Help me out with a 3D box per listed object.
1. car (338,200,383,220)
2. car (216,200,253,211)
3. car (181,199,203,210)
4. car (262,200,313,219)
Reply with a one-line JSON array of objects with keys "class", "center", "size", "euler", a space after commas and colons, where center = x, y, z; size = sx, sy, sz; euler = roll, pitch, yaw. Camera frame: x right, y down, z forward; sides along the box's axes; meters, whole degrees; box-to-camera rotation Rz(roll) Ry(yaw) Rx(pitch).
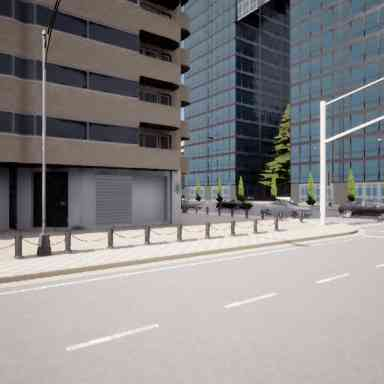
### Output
[{"class": "car", "center": [14.430, 1.441, 26.956], "size": [2.128, 1.511, 4.902], "euler": [0, 0, -39]}, {"class": "car", "center": [5.034, 1.546, 39.628], "size": [1.895, 1.301, 4.718], "euler": [0, 0, -35]}, {"class": "car", "center": [-0.579, 1.545, 41.526], "size": [1.895, 1.301, 4.718], "euler": [0, 0, -35]}, {"class": "car", "center": [8.263, 1.470, 29.118], "size": [1.812, 1.442, 4.674], "euler": [0, 0, -36]}]
